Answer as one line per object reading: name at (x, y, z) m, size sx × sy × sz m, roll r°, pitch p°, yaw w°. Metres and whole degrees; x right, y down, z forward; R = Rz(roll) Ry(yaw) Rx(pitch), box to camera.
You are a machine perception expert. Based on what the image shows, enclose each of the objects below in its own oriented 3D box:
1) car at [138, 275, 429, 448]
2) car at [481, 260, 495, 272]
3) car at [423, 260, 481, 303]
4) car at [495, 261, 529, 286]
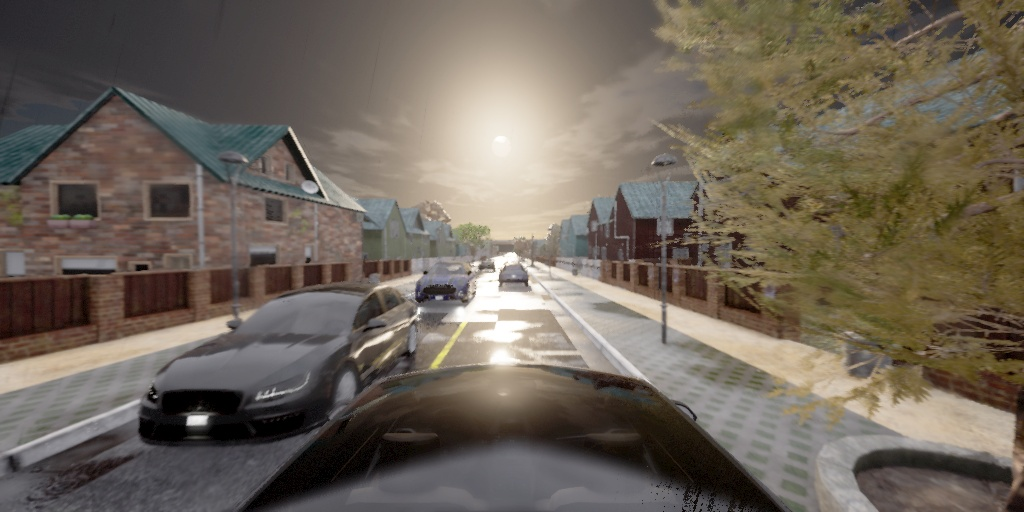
car at (-2.843, 1.235, 5.663) m, size 1.837 × 1.490 × 4.892 m, roll 0°, pitch 0°, yaw 0°
car at (-2.860, 1.137, 41.873) m, size 1.895 × 1.301 × 4.718 m, roll 0°, pitch 0°, yaw 0°
car at (-2.807, 1.023, 16.163) m, size 2.097 × 1.767 × 4.553 m, roll 0°, pitch 0°, yaw 0°
car at (0.093, 1.192, 23.988) m, size 1.994 × 1.385 × 4.181 m, roll 0°, pitch 0°, yaw 0°
